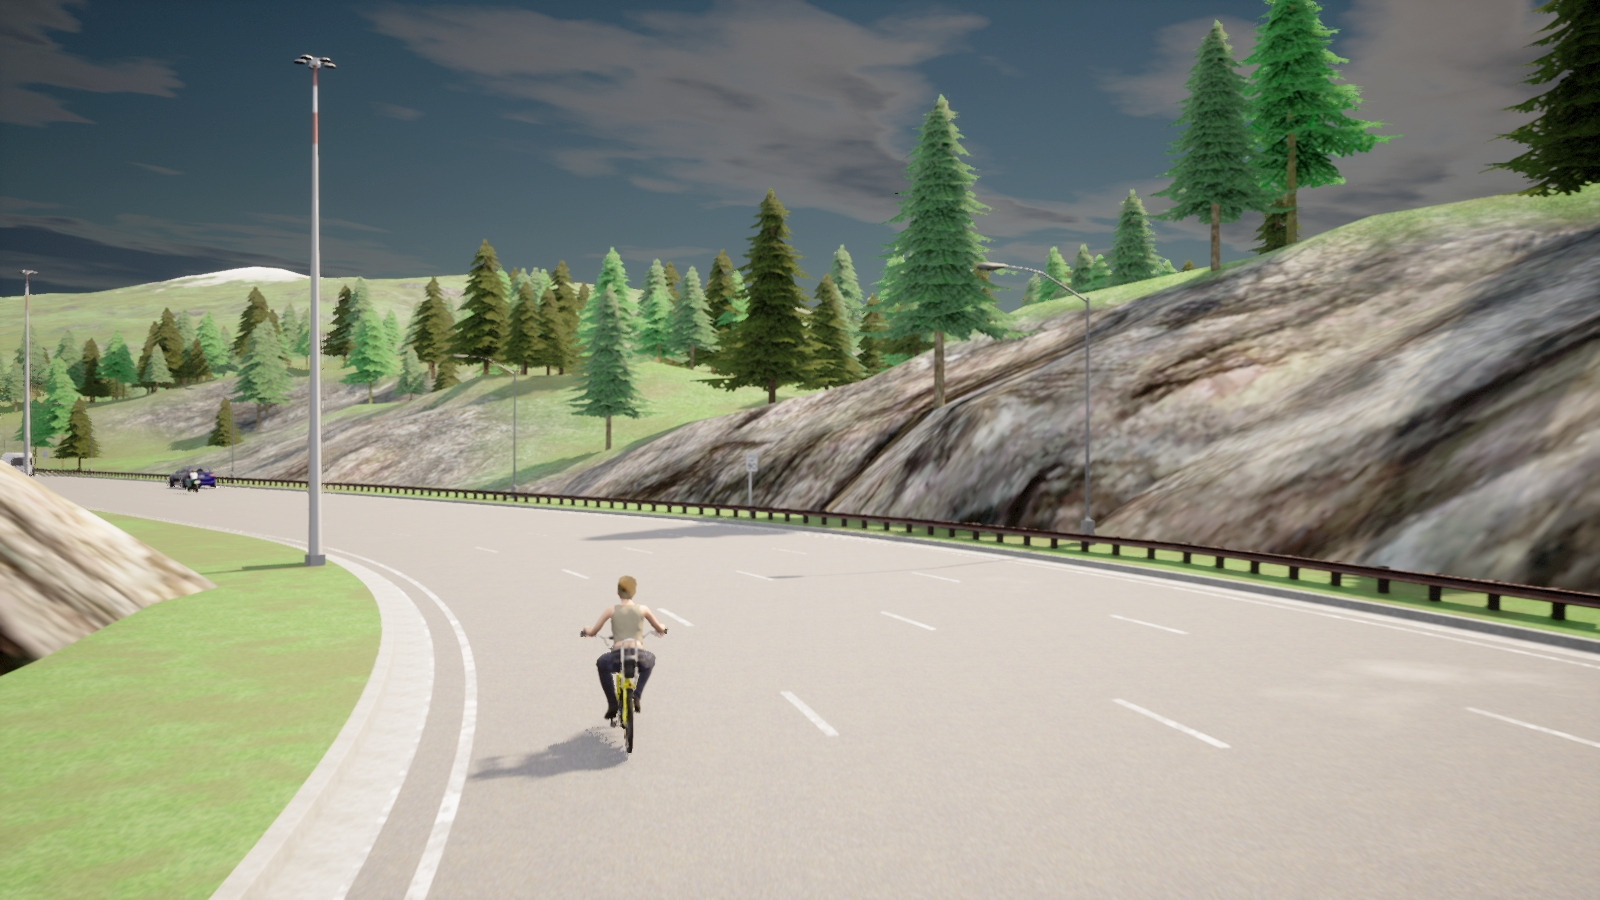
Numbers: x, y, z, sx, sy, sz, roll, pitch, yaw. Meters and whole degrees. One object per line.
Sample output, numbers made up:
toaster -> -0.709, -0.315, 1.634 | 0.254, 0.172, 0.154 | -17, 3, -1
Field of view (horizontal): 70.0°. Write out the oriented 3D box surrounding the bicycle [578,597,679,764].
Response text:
bicycle -> -1.674, 2.158, 10.994 | 0.859, 1.276, 1.487 | 0, 0, -12
